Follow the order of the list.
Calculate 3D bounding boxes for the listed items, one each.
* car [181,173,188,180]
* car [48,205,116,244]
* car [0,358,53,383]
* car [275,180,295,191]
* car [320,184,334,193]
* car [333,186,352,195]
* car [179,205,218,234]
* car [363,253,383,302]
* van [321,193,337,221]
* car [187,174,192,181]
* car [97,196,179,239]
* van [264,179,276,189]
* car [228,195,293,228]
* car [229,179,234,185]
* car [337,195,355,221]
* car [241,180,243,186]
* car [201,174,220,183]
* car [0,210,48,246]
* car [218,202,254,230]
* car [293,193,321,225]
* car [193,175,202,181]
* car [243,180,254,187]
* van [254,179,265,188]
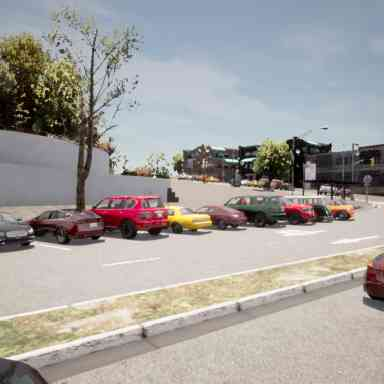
[{"bbox_3d":[-0.033,-4.084,93.288,2.185,1.767,4.553,4,1,33],"label":"car"},{"bbox_3d":[-6.208,1.524,15.804,4.792,1.488,2.163,-1,-1,35],"label":"car"},{"bbox_3d":[-2.904,1.504,1.062,4.892,1.490,1.837,0,0,-35],"label":"car"},{"bbox_3d":[19.069,-0.992,66.224,2.231,1.521,4.892,7,3,35],"label":"car"},{"bbox_3d":[24.275,-0.426,58.835,2.435,2.045,5.566,7,3,35],"label":"car"},{"bbox_3d":[25.965,0.137,56.362,2.002,1.452,4.674,7,3,35],"label":"car"},{"bbox_3d":[-1.441,1.503,19.374,5.366,1.575,1.946,-1,-1,35],"label":"car"},{"bbox_3d":[5.540,1.574,7.084,4.181,1.385,1.994,0,0,-34],"label":"car"},{"bbox_3d":[8.648,1.297,26.129,4.442,1.987,1.878,-1,-1,35],"label":"van"},{"bbox_3d":[1.695,-3.850,90.817,2.185,1.767,4.553,6,3,34],"label":"car"},{"bbox_3d":[-3.762,1.248,17.548,5.566,2.045,2.435,-1,-1,35],"label":"car"},{"bbox_3d":[17.310,-1.490,68.587,1.878,1.987,4.442,7,4,35],"label":"van"},{"bbox_3d":[3.595,1.263,22.757,5.566,2.045,2.435,-1,-1,35],"label":"car"},{"bbox_3d":[10.439,-2.316,78.576,2.002,1.452,4.674,7,3,35],"label":"car"},{"bbox_3d":[11.058,1.403,27.877,4.553,1.767,2.185,-1,-1,35],"label":"car"},{"bbox_3d":[12.180,-2.043,76.113,2.002,1.452,4.674,7,4,35],"label":"car"},{"bbox_3d":[5.338,-3.175,86.089,1.946,1.575,5.366,7,3,34],"label":"car"},{"bbox_3d":[-8.629,1.493,14.059,4.892,1.521,2.231,-1,-1,35],"label":"car"},{"bbox_3d":[1.166,1.549,21.000,4.674,1.452,2.002,-1,-1,35],"label":"car"},{"bbox_3d":[6.109,1.267,24.460,5.566,2.045,2.435,-1,-1,35],"label":"car"},{"bbox_3d":[3.488,-3.698,88.350,2.435,2.045,5.566,7,3,34],"label":"car"},{"bbox_3d":[14.010,-1.811,73.792,1.946,1.575,5.366,7,3,35],"label":"car"},{"bbox_3d":[15.583,-1.763,71.060,1.878,1.987,4.442,7,4,35],"label":"van"}]
